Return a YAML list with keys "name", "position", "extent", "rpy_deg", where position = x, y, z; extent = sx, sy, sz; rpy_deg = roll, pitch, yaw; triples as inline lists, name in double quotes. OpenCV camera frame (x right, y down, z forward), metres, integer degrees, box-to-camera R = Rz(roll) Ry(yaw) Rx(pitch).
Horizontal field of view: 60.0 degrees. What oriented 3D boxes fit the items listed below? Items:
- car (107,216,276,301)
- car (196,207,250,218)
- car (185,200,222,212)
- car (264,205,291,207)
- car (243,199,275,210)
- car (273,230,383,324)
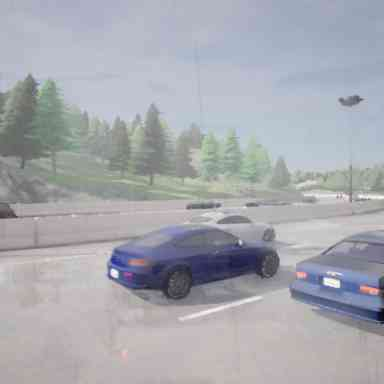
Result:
- name: "car"
  position: [0.217, 1.544, 8.382]
  extent: [4.674, 1.442, 1.812]
  rpy_deg: [0, 0, -37]
- name: "car"
  position: [1.478, 1.551, 13.770]
  extent: [4.674, 1.442, 1.812]
  rpy_deg: [0, 0, -38]
- name: "car"
  position: [1.512, 1.684, 41.778]
  extent: [4.718, 1.301, 1.895]
  rpy_deg: [0, 0, -43]
- name: "car"
  position: [8.738, 1.649, 34.183]
  extent: [4.718, 1.301, 1.895]
  rpy_deg: [0, 0, -44]
- name: "car"
  position: [8.887, 1.669, 44.175]
  extent: [1.895, 1.301, 4.718]
  rpy_deg: [0, 0, 44]
- name: "car"
  position: [4.307, 1.552, 7.065]
  extent: [5.357, 1.411, 2.033]
  rpy_deg: [0, 0, -38]
